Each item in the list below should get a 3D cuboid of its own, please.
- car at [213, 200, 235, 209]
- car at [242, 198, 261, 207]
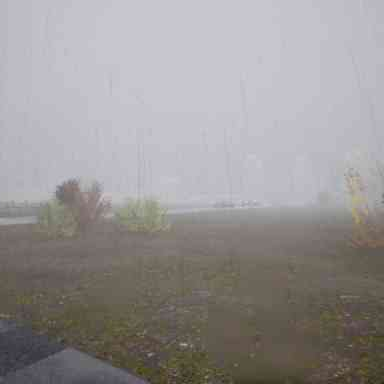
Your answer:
[{"bbox_3d":[5.327,2.014,54.885,2.128,1.511,4.902,-1,-1,36],"label":"car"},{"bbox_3d":[11.312,1.989,63.304,2.097,1.767,4.553,-1,-1,36],"label":"car"}]
